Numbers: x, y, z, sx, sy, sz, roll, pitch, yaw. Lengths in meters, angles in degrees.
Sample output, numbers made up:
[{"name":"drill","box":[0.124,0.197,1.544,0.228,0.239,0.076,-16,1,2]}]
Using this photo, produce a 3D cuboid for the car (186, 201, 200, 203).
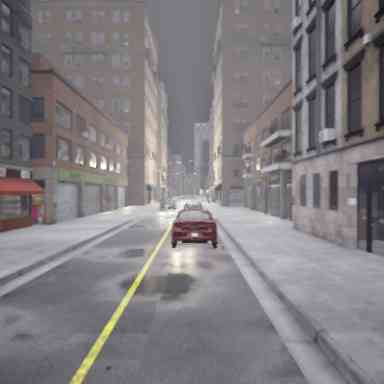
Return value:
[{"name":"car","box":[0.108,1.604,34.061,1.895,1.301,4.718,0,0,0]}]

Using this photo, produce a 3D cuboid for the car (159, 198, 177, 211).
[{"name":"car","box":[-2.827,1.495,39.794,2.128,1.511,4.902,0,0,0]}]

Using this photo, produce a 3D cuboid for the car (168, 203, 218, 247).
[{"name":"car","box":[0.104,1.481,15.183,1.882,1.535,5.008,0,0,0]}]
